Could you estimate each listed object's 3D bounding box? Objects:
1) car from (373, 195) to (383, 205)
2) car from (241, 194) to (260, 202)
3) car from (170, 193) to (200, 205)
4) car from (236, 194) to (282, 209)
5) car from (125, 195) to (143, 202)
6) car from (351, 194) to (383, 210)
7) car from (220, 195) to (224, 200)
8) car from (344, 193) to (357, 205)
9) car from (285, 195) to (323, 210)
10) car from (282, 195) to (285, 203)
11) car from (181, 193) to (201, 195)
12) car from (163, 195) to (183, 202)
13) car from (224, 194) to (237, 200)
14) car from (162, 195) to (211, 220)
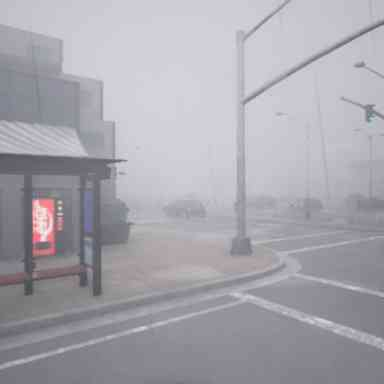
[{"bbox_3d":[31.167,1.227,53.680,3.806,1.475,1.970,0,0,-36],"label":"car"},{"bbox_3d":[11.826,1.230,67.387,3.633,1.501,1.845,0,0,-36],"label":"car"},{"bbox_3d":[-1.142,1.115,53.639,4.605,1.855,1.932,0,0,-36],"label":"car"},{"bbox_3d":[8.345,1.169,41.123,5.027,1.636,2.152,0,0,-36],"label":"car"},{"bbox_3d":[-11.862,1.390,68.820,3.633,1.501,1.845,0,0,-36],"label":"car"},{"bbox_3d":[20.212,1.271,37.231,4.514,1.523,2.007,0,0,-36],"label":"car"},{"bbox_3d":[9.285,1.206,84.003,4.514,1.523,2.007,0,0,-36],"label":"car"},{"bbox_3d":[24.299,1.012,48.706,4.605,1.855,1.932,0,0,-36],"label":"car"},{"bbox_3d":[12.349,1.245,36.098,3.806,1.475,1.970,0,0,-36],"label":"car"},{"bbox_3d":[17.617,1.209,59.242,4.514,1.523,2.007,0,0,-36],"label":"car"},{"bbox_3d":[0.887,1.092,51.519,3.866,1.878,1.905,0,0,-36],"label":"car"},{"bbox_3d":[-4.095,1.358,70.724,3.806,1.475,1.970,0,0,-36],"label":"car"},{"bbox_3d":[11.156,1.197,81.485,5.027,1.636,2.152,0,0,-36],"label":"car"},{"bbox_3d":[-0.781,1.433,29.547,2.097,1.767,4.553,0,0,-36],"label":"car"}]
